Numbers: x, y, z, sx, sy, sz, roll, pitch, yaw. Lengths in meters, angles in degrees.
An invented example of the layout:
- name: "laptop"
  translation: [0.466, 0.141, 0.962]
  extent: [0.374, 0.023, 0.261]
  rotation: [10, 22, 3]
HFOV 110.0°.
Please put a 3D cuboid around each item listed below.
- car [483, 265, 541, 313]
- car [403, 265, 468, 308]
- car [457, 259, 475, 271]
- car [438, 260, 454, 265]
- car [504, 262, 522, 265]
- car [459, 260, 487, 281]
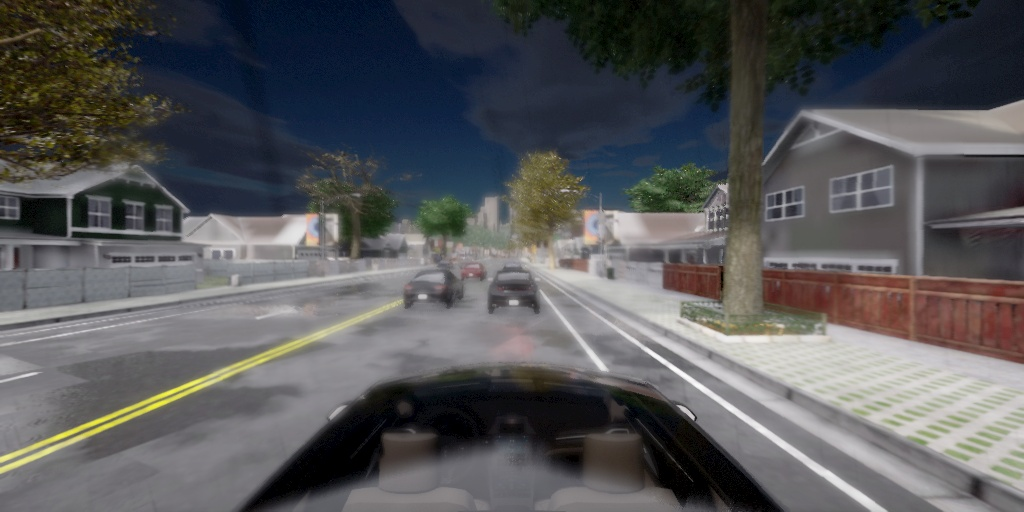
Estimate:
- name: "car"
  translation: [0.075, 1.262, 14.069]
  extent: [1.837, 1.490, 4.892]
  rotation: [0, 0, 0]
- name: "car"
  translation: [-3.170, 1.283, 15.066]
  extent: [1.812, 1.442, 4.674]
  rotation: [0, 0, 0]
- name: "car"
  translation: [-6.570, 1.280, 51.702]
  extent: [1.837, 1.490, 4.892]
  rotation: [0, 0, 0]
- name: "car"
  translation: [-9.807, 1.325, 53.319]
  extent: [2.033, 1.411, 5.357]
  rotation: [0, 0, 0]
- name: "car"
  translation: [0.076, 1.257, 29.114]
  extent: [2.128, 1.511, 4.902]
  rotation: [0, 0, 0]
- name: "car"
  translation: [-3.168, 1.291, 30.176]
  extent: [1.812, 1.442, 4.674]
  rotation: [0, 0, 0]
